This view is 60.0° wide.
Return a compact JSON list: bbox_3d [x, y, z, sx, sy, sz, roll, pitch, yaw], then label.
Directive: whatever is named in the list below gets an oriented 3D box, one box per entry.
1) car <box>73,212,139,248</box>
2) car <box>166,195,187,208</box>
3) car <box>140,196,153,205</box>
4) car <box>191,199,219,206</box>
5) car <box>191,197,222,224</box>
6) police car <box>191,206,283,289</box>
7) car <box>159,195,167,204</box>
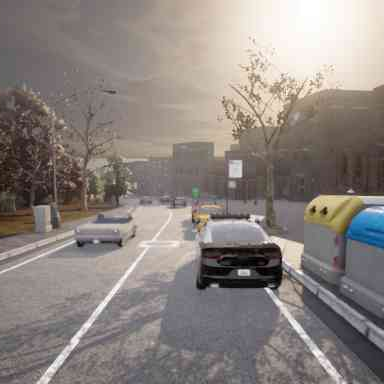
[{"bbox_3d":[-3.627,1.572,14.813,1.895,1.301,4.718,0,0,0],"label":"car"},{"bbox_3d":[-1.953,1.384,46.905,2.128,1.511,4.902,-1,0,-10],"label":"car"},{"bbox_3d":[-8.048,1.478,58.269,1.837,1.490,4.892,-1,0,-14],"label":"car"},{"bbox_3d":[1.024,1.419,19.368,1.801,1.575,5.366,0,0,0],"label":"car"},{"bbox_3d":[1.009,1.300,25.201,2.097,1.767,4.553,0,0,-1],"label":"car"},{"bbox_3d":[1.038,1.408,9.242,1.930,1.638,5.238,0,0,0],"label":"police car"},{"bbox_3d":[-4.804,1.386,60.393,1.837,1.490,4.892,-2,0,-16],"label":"car"}]
